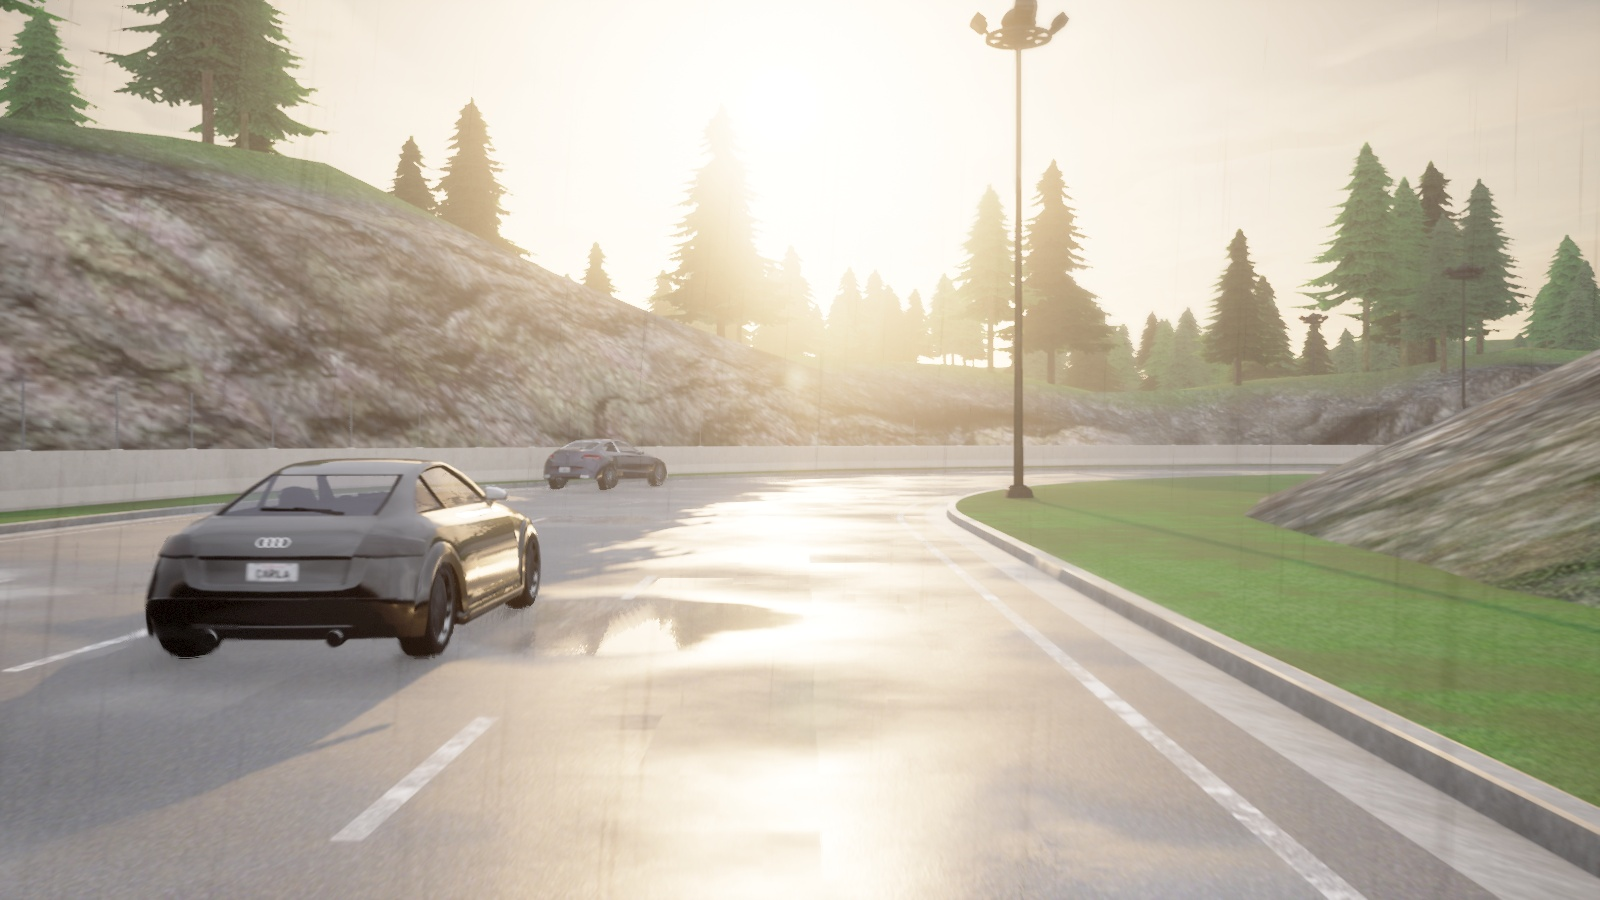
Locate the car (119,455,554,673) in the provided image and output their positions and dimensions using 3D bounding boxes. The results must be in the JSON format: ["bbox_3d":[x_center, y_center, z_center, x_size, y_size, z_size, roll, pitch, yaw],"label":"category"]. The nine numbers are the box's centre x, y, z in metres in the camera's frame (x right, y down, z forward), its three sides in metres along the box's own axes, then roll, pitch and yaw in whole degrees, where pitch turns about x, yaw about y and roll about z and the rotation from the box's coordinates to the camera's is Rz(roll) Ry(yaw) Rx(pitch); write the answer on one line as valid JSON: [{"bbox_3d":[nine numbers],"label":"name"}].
[{"bbox_3d":[-3.426,0.750,10.271,1.994,1.385,4.181,0,0,0],"label":"car"}]

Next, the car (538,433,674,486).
[{"bbox_3d":[-6.332,0.286,41.571,2.152,1.651,5.027,0,0,22],"label":"car"}]
